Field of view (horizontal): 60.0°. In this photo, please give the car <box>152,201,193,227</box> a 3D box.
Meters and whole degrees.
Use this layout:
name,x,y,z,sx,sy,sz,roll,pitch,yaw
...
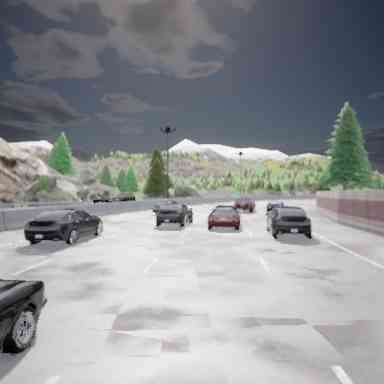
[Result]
name,x,y,z,sx,sy,sz,roll,pitch,yaw
car,-1.127,1.524,23.093,1.837,1.490,4.892,0,0,10

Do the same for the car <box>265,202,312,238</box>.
name,x,y,z,sx,sy,sz,roll,pitch,yaw
car,5.069,1.521,17.691,1.837,1.490,4.892,0,0,8

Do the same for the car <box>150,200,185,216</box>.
name,x,y,z,sx,sy,sz,roll,pitch,yaw
car,-2.375,1.575,33.937,2.033,1.411,5.357,0,0,14

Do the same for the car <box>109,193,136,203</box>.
name,x,y,z,sx,sy,sz,roll,pitch,yaw
car,-11.055,1.177,53.430,2.150,2.045,5.566,0,0,21

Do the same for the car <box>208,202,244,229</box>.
name,x,y,z,sx,sy,sz,roll,pitch,yaw
car,2.186,1.582,21.701,1.994,1.385,4.181,0,0,10

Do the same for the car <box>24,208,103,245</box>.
name,x,y,z,sx,sy,sz,roll,pitch,yaw
car,-5.786,1.517,15.603,1.837,1.490,4.892,0,0,6

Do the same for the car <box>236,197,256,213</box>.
name,x,y,z,sx,sy,sz,roll,pitch,yaw
car,6.061,1.386,37.913,2.097,1.767,4.553,0,0,16

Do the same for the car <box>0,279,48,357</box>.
name,x,y,z,sx,sy,sz,roll,pitch,yaw
car,-3.281,1.603,3.173,1.895,1.301,4.718,0,0,2
